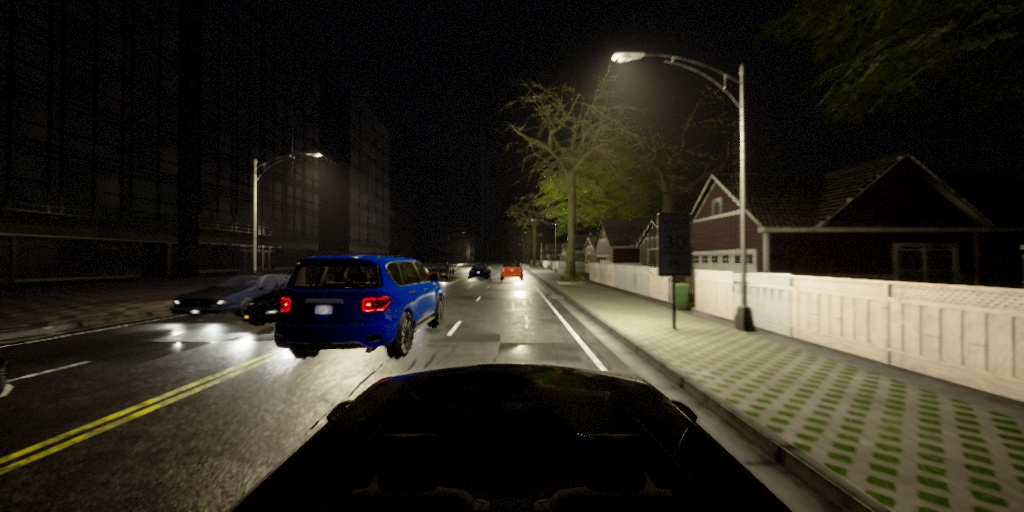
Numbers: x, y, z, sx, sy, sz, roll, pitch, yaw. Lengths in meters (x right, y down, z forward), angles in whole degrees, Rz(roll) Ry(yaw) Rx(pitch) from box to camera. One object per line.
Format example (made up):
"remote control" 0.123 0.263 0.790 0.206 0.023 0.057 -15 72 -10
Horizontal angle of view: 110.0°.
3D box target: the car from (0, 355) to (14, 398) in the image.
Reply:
"car" -6.598 1.243 1.919 2.128 1.511 4.902 0 0 0

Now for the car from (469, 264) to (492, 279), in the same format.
"car" -3.151 1.515 35.648 1.994 1.385 4.181 0 0 0

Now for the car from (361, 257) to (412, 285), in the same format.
"car" -9.827 1.129 28.674 2.150 2.045 5.566 0 0 0

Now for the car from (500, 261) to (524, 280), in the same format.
"car" 0.007 1.292 34.007 2.097 1.767 4.553 0 0 0

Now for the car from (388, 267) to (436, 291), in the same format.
"car" -6.590 1.480 24.130 1.895 1.301 4.718 0 0 0

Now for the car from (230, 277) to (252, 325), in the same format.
"car" -6.595 1.371 11.837 1.994 1.385 4.181 0 0 0

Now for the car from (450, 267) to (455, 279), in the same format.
"car" -6.501 1.491 33.456 2.033 1.411 5.357 0 0 0

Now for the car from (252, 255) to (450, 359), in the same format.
"car" -3.151 1.011 8.678 2.150 2.045 5.566 0 0 0

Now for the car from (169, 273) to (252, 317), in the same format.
"car" -9.846 1.365 13.799 2.033 1.411 5.357 0 0 0
